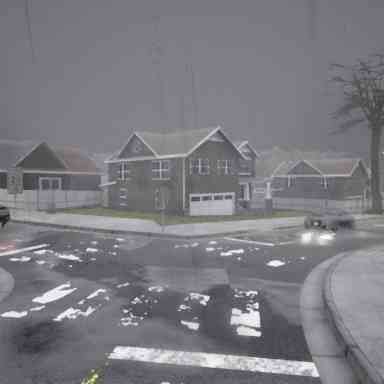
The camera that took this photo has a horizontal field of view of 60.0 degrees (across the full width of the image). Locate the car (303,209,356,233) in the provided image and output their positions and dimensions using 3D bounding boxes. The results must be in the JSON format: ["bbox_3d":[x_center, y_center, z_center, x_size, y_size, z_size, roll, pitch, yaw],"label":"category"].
[{"bbox_3d":[9.059,1.809,21.820,4.181,1.385,1.994,1,1,-43],"label":"car"}]

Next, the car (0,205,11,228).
[{"bbox_3d":[-11.125,1.032,16.564,4.902,1.511,2.128,2,2,30],"label":"car"}]
